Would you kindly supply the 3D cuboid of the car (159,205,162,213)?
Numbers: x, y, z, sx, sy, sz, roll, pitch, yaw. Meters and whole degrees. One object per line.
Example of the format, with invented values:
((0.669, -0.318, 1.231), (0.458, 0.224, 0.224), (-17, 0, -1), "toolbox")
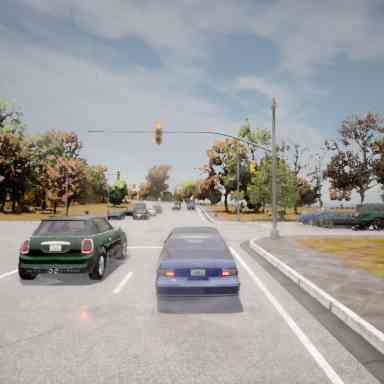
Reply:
((-7.198, 3.488, 67.979), (1.837, 1.490, 4.892), (0, 0, 0), "car")

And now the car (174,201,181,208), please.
((-3.833, 3.248, 87.867), (1.837, 1.490, 4.892), (0, 0, -4), "car")

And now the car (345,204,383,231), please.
((15.516, 1.942, 26.052), (5.566, 2.045, 2.150), (0, -3, -2), "car")

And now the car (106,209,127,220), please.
((-10.762, 3.208, 47.601), (2.033, 1.411, 5.357), (0, -2, -3), "car")

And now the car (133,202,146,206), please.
((-10.687, 3.204, 68.235), (2.150, 2.045, 5.566), (0, 0, 0), "car")

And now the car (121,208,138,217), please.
((-10.740, 3.504, 57.478), (1.895, 1.301, 4.718), (0, -1, 0), "car")

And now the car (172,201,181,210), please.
((-3.712, 3.539, 77.834), (1.895, 1.301, 4.718), (0, 0, 0), "car")

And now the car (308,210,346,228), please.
((12.993, 2.451, 29.645), (4.181, 1.385, 1.994), (0, -3, -2), "car")

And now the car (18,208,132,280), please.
((-3.444, 1.486, 10.515), (2.097, 1.767, 4.553), (0, -1, 0), "car")

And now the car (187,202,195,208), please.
((-0.334, 3.305, 87.961), (1.994, 1.385, 4.181), (0, 0, -4), "car")

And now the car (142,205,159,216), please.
((-7.237, 3.433, 57.689), (1.812, 1.442, 4.674), (0, -1, 0), "car")

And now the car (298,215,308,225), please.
((13.158, 2.525, 33.140), (5.008, 1.535, 1.882), (0, -3, -1), "car")

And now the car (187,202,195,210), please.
((-0.212, 3.467, 77.779), (1.812, 1.442, 4.674), (0, 0, 0), "car")

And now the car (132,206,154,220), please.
((-7.220, 3.158, 47.798), (2.128, 1.511, 4.902), (0, -2, 1), "car")

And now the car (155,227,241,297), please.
((0.068, 1.646, 8.901), (2.033, 1.411, 5.357), (0, -1, -1), "car")
